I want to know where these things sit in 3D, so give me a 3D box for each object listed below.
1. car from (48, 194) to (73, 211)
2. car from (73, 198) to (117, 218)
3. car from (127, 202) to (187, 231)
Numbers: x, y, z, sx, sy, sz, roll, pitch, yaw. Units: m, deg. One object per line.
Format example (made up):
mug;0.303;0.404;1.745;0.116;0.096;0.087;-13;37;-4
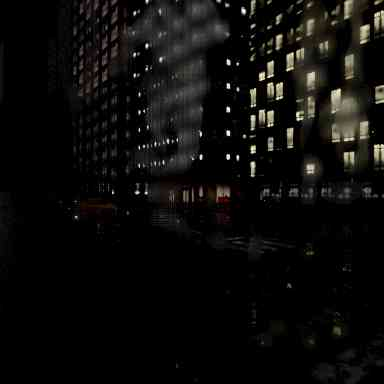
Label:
car;-13.711;1.045;35.292;2.097;1.767;4.553;0;0;-37
car;-7.824;1.254;27.364;1.882;1.535;5.008;0;0;-37
car;-2.193;1.344;19.795;2.128;1.511;4.902;0;0;-37
